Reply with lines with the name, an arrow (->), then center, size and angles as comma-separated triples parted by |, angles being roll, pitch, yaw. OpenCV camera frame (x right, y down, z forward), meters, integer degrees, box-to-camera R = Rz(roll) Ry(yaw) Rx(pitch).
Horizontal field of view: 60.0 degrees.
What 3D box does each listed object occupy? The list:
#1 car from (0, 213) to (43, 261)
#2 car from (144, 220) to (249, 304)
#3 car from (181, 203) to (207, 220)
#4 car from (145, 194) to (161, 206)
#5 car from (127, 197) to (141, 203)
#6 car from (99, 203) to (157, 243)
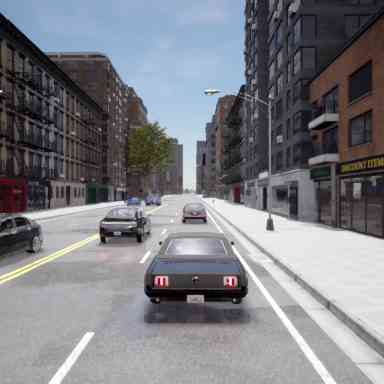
car -> -6.579, 1.507, 10.754 | 1.837, 1.490, 4.892 | 0, 0, 0
car -> 0.111, 1.602, 8.101 | 1.895, 1.301, 4.718 | 0, 0, 1
car -> 0.164, 1.560, 25.863 | 2.033, 1.411, 5.357 | 0, 0, -1
car -> -6.382, 1.375, 55.405 | 2.150, 2.045, 5.566 | 0, 0, 0
car -> -9.632, 1.604, 55.441 | 1.812, 1.442, 4.674 | 0, 0, 0
car -> -3.110, 1.497, 16.151 | 2.128, 1.511, 4.902 | 0, 0, -1
